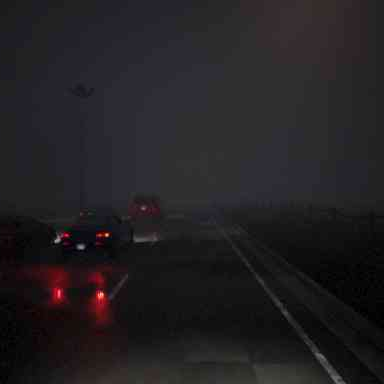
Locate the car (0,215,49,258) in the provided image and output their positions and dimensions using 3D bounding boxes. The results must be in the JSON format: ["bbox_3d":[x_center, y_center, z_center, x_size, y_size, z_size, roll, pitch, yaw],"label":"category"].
[{"bbox_3d":[-6.955,1.585,12.886,1.994,1.385,4.181,0,0,1],"label":"car"}]

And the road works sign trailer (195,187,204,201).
[{"bbox_3d":[2.063,0.601,87.375,2.380,3.560,2.880,0,0,7],"label":"road works sign trailer"}]

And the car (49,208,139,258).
[{"bbox_3d":[-3.457,1.546,12.720,1.812,1.442,4.674,0,0,1],"label":"car"}]

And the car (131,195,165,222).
[{"bbox_3d":[-3.424,1.265,26.485,2.150,2.045,5.566,0,0,1],"label":"car"}]

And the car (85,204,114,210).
[{"bbox_3d":[-6.948,1.588,25.455,2.033,1.411,5.357,0,0,1],"label":"car"}]
